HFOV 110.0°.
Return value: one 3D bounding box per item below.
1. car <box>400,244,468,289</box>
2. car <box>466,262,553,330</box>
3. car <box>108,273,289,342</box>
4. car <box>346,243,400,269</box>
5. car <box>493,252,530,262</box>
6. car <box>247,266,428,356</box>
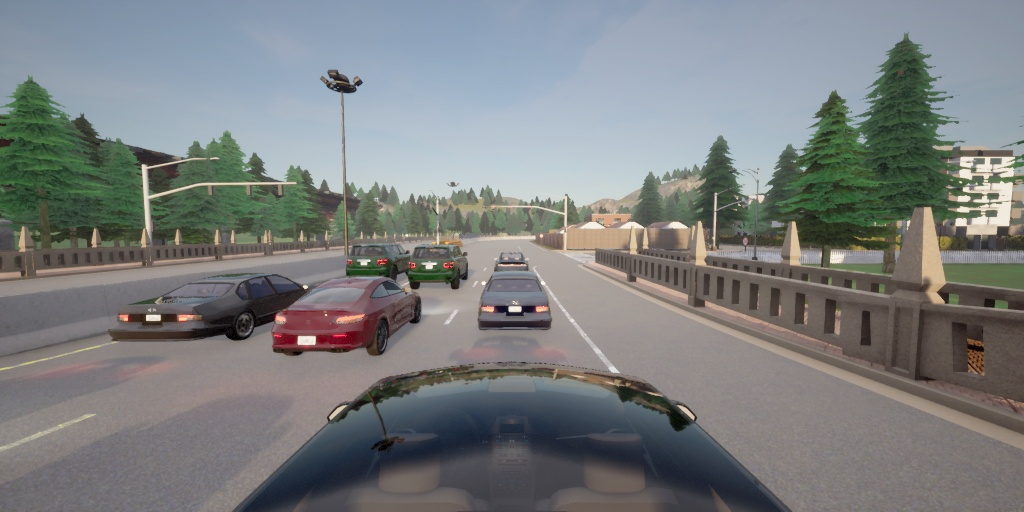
[{"bbox_3d":[-3.505,0.399,17.798,2.150,2.045,5.566,0,4,0],"label":"car"},{"bbox_3d":[0.048,1.121,10.419,2.033,1.411,5.357,0,2,0],"label":"car"},{"bbox_3d":[-6.946,1.156,9.436,2.033,1.411,5.357,0,2,0],"label":"car"},{"bbox_3d":[-7.020,0.285,19.624,2.150,2.045,5.566,0,4,0],"label":"car"},{"bbox_3d":[-0.022,0.529,20.115,2.128,1.511,4.902,0,3,0],"label":"car"},{"bbox_3d":[-3.440,1.172,8.262,1.812,1.442,4.674,0,2,-1],"label":"car"}]
